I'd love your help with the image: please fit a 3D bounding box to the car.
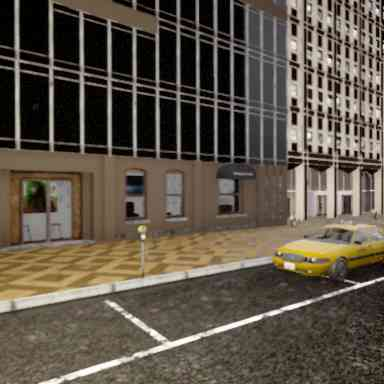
[{"bbox_3d":[4.396,1.525,9.704,4.829,1.417,1.752,0,0,-36],"label":"car"}]
